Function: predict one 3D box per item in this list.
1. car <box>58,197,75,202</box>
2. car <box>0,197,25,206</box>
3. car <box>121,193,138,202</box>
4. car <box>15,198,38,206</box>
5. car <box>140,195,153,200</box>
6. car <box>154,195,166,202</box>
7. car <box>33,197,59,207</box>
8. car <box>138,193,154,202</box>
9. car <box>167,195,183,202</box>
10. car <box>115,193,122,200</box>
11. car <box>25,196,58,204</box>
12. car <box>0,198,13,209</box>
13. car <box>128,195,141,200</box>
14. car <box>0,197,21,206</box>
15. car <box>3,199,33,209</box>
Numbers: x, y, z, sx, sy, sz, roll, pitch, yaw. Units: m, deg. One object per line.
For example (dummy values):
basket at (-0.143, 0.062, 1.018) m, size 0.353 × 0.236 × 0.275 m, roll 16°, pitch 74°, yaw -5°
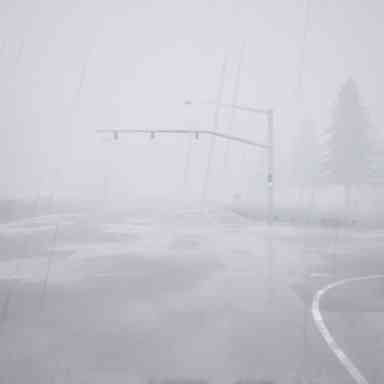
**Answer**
car at (-21.085, 1.578, 55.578) m, size 1.882 × 1.535 × 5.008 m, roll 0°, pitch 0°, yaw 0°
car at (-21.108, 1.574, 37.215) m, size 1.837 × 1.490 × 4.892 m, roll 0°, pitch 0°, yaw 0°
car at (-14.964, 1.613, 79.931) m, size 1.882 × 1.535 × 5.008 m, roll 0°, pitch 0°, yaw -22°
car at (-28.099, 1.670, 56.753) m, size 1.994 × 1.385 × 4.181 m, roll 0°, pitch 0°, yaw -3°
car at (-12.620, 1.514, 92.434) m, size 1.812 × 1.442 × 4.674 m, roll 0°, pitch 0°, yaw -30°
car at (-8.642, 1.620, 83.032) m, size 1.882 × 1.535 × 5.008 m, roll 0°, pitch 0°, yaw -22°
car at (-24.592, 1.651, 56.098) m, size 2.033 × 1.411 × 5.357 m, roll 0°, pitch 0°, yaw 0°
car at (-11.643, 1.360, 81.030) m, size 2.150 × 2.045 × 5.566 m, roll 0°, pitch 0°, yaw -22°
car at (-3.807, 1.489, 79.454) m, size 2.097 × 1.767 × 4.553 m, roll 0°, pitch 0°, yaw -18°
car at (-18.930, 1.214, 89.399) m, size 2.150 × 2.045 × 5.566 m, roll 0°, pitch 0°, yaw -30°
car at (-21.071, 1.437, 46.355) m, size 2.097 × 1.767 × 4.553 m, roll 0°, pitch 0°, yaw 0°
car at (-28.027, 1.596, 47.854) m, size 1.837 × 1.490 × 4.892 m, roll 0°, pitch 0°, yaw 0°
car at (-15.767, 1.490, 90.903) m, size 1.837 × 1.490 × 4.892 m, roll 0°, pitch 0°, yaw -30°
car at (-31.672, 1.587, 57.598) m, size 1.882 × 1.535 × 5.008 m, roll 0°, pitch 0°, yaw -3°
car at (-24.551, 1.652, 47.130) m, size 1.994 × 1.385 × 4.181 m, roll 0°, pitch 0°, yaw 0°
